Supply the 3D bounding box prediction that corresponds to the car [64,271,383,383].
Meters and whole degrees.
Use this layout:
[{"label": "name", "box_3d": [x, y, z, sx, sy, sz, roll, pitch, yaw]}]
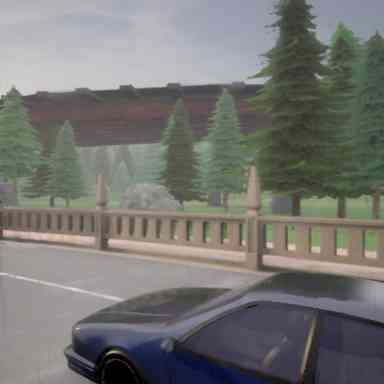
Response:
[{"label": "car", "box_3d": [1.159, 1.537, 3.065, 5.357, 1.411, 2.033, 0, 0, 34]}]
